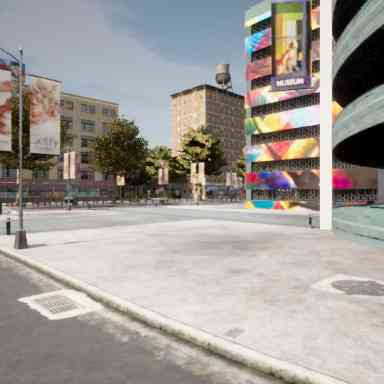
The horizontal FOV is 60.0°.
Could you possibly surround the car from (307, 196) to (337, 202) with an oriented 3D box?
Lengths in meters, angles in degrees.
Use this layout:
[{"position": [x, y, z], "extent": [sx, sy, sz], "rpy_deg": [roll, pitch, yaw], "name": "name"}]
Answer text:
[{"position": [14.979, 1.320, 39.725], "extent": [4.674, 1.452, 2.002], "rpy_deg": [0, 0, -44], "name": "car"}]
